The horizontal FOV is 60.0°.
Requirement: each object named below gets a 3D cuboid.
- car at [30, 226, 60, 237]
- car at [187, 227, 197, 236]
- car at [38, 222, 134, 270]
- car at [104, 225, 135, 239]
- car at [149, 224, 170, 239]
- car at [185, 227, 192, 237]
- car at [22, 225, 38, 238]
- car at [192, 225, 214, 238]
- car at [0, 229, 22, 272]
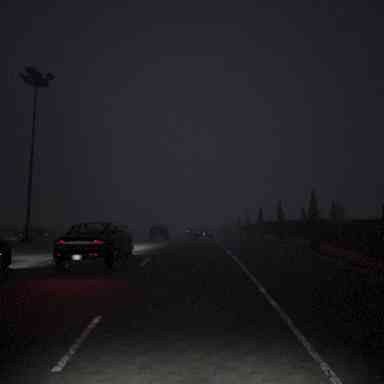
[{"bbox_3d":[-21.091,5.776,47.983,2.128,1.511,4.902,0,-7,0],"label":"car"},{"bbox_3d":[-0.039,8.191,69.318,2.097,1.767,4.553,0,-7,-2],"label":"car"},{"bbox_3d":[-3.407,1.851,12.257,2.128,1.511,4.902,0,-3,0],"label":"car"},{"bbox_3d":[-6.919,3.886,32.274,1.895,1.301,4.718,0,-7,0],"label":"car"},{"bbox_3d":[-3.421,4.204,35.631,2.128,1.511,4.902,0,-7,0],"label":"car"},{"bbox_3d":[-0.031,6.637,54.635,1.837,1.490,4.892,0,-7,0],"label":"car"},{"bbox_3d":[-17.611,4.413,36.830,2.033,1.411,5.357,0,-7,0],"label":"car"},{"bbox_3d":[1.204,4.284,35.991,1.812,1.442,4.674,0,-7,0],"label":"car"},{"bbox_3d":[-6.906,1.554,8.977,2.097,1.767,4.553,0,-2,0],"label":"car"}]
